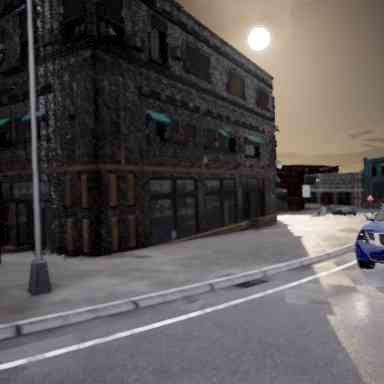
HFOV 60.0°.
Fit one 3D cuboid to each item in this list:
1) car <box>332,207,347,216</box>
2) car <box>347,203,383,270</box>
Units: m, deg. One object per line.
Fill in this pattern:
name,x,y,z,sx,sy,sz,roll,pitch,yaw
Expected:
car,23.004,2.959,50.351,2.033,1.411,5.357,-2,-3,1
car,7.041,1.263,10.517,2.150,2.045,5.566,0,-1,43
